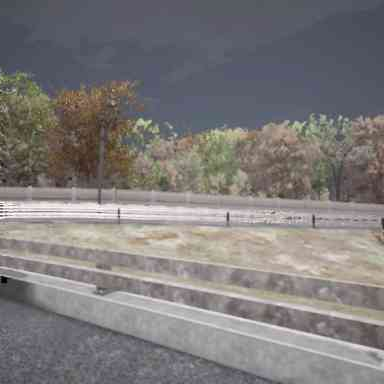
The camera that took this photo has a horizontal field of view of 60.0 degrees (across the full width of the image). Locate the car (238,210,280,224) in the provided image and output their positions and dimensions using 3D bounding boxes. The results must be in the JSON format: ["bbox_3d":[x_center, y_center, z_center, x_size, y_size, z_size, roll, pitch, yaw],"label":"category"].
[{"bbox_3d":[7.627,2.822,37.922,5.008,1.535,1.882,4,-2,-21],"label":"car"}]
